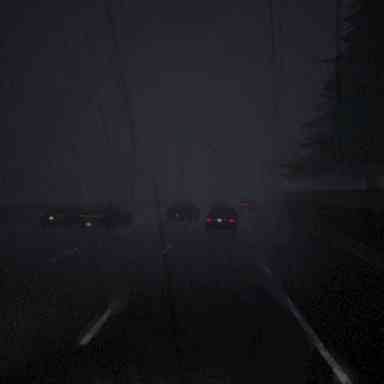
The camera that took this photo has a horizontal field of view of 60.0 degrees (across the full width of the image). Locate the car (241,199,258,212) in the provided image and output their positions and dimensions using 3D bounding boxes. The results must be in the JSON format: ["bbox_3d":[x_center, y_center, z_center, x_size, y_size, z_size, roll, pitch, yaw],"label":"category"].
[{"bbox_3d":[6.678,1.576,39.502,1.837,1.490,4.892,0,0,17],"label":"car"}]

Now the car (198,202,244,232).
[{"bbox_3d":[1.924,1.581,20.345,2.033,1.411,5.357,0,0,10],"label":"car"}]

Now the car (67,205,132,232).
[{"bbox_3d":[-5.141,1.510,20.145,2.128,1.511,4.902,0,0,9],"label":"car"}]

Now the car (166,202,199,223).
[{"bbox_3d":[-0.570,1.514,25.754,1.882,1.535,5.008,0,0,11],"label":"car"}]

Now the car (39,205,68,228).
[{"bbox_3d":[-8.312,1.580,22.407,1.994,1.385,4.181,0,0,9],"label":"car"}]

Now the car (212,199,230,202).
[{"bbox_3d":[3.612,1.558,41.330,2.128,1.511,4.902,0,0,18],"label":"car"}]
